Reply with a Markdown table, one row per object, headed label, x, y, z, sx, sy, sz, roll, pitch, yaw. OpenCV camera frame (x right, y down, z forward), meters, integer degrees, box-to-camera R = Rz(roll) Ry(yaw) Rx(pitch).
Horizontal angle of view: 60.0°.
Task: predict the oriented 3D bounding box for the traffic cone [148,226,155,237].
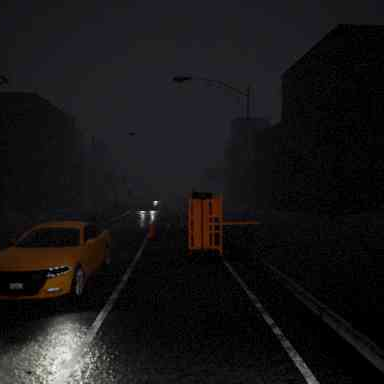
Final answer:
| label | x | y | z | sx | sy | sz | roll | pitch | yaw |
| --- | --- | --- | --- | --- | --- | --- | --- | --- | --- |
| traffic cone | -2.241 | 2.183 | 18.404 | 0.340 | 0.580 | 0.340 | -1 | -2 | -5 |

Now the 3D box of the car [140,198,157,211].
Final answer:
| label | x | y | z | sx | sy | sz | roll | pitch | yaw |
| --- | --- | --- | --- | --- | --- | --- | --- | --- | --- |
| car | -6.861 | 2.097 | 51.502 | 1.812 | 1.442 | 4.674 | 0 | 1 | -5 |

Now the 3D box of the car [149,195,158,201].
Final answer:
| label | x | y | z | sx | sy | sz | roll | pitch | yaw |
| --- | --- | --- | --- | --- | --- | --- | --- | --- | --- |
| car | -8.888 | 1.354 | 76.683 | 1.994 | 1.385 | 4.181 | 0 | 2 | -5 |

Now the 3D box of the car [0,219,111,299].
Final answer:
| label | x | y | z | sx | sy | sz | roll | pitch | yaw |
| --- | --- | --- | --- | --- | --- | --- | --- | --- | --- |
| car | -3.438 | 1.532 | 8.759 | 1.882 | 1.535 | 5.008 | 0 | -1 | -3 |

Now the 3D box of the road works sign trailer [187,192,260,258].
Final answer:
| label | x | y | z | sx | sy | sz | roll | pitch | yaw |
| --- | --- | --- | --- | --- | --- | --- | --- | --- | --- |
| road works sign trailer | 0.820 | 1.165 | 13.288 | 2.880 | 2.380 | 3.560 | 0 | -1 | -13 |
